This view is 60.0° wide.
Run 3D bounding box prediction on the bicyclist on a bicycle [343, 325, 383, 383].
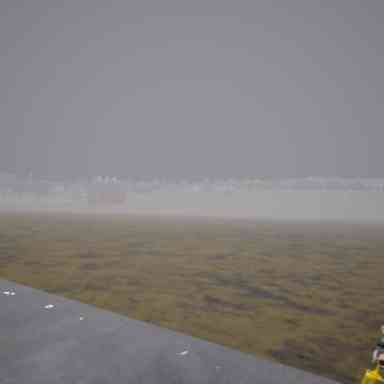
[{"bbox_3d":[1.780,1.453,2.636,1.509,1.612,0.866,0,0,35],"label":"bicyclist on a bicycle"}]
